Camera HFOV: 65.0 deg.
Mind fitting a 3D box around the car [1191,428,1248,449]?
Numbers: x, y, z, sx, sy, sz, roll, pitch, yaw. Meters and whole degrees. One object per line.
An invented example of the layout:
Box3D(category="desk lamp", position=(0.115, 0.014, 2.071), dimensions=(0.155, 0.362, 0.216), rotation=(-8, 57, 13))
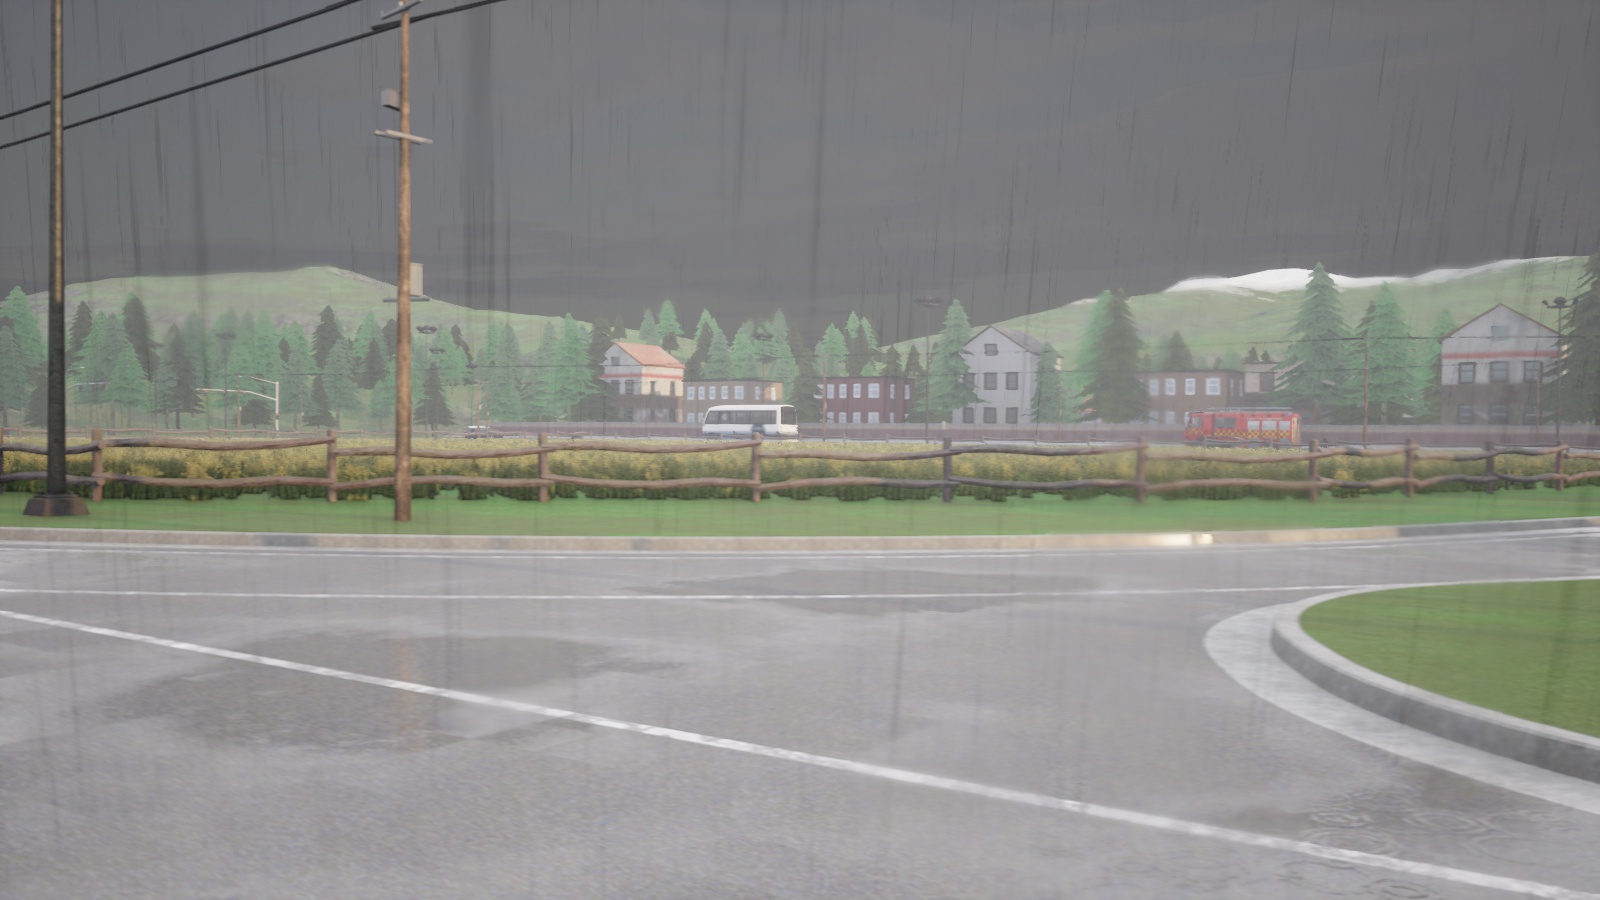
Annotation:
Box3D(category="car", position=(31.518, -0.862, 94.271), dimensions=(3.705, 1.549, 1.789), rotation=(0, 1, 34))
